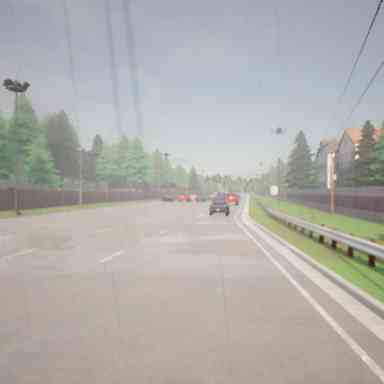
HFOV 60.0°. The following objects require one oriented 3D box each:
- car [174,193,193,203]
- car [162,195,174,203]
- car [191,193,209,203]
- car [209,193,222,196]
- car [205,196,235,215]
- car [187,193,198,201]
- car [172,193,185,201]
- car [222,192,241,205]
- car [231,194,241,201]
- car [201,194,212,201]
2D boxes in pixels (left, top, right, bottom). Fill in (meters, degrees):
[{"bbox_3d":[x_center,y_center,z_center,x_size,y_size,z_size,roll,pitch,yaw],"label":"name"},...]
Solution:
[{"bbox_3d":[-1.582,1.176,70.693,2.150,2.045,5.566,0,0,10],"label":"car"},{"bbox_3d":[-5.038,1.427,71.252,1.882,1.535,5.008,0,0,10],"label":"car"},{"bbox_3d":[1.863,1.478,70.076,2.128,1.511,4.902,0,0,10],"label":"car"},{"bbox_3d":[5.313,1.480,69.488,2.128,1.511,4.902,0,0,10],"label":"car"},{"bbox_3d":[2.833,1.474,33.198,2.128,1.511,4.902,0,0,9],"label":"car"},{"bbox_3d":[0.158,1.142,80.906,2.097,1.767,4.553,0,0,10],"label":"car"},{"bbox_3d":[-3.292,1.140,81.494,2.097,1.767,4.553,0,0,10],"label":"car"},{"bbox_3d":[6.873,1.192,57.209,2.150,2.045,5.566,0,0,10],"label":"car"},{"bbox_3d":[10.578,1.315,79.550,2.097,1.767,4.553,0,0,10],"label":"car"},{"bbox_3d":[3.613,1.313,80.348,2.128,1.511,4.902,0,0,10],"label":"car"}]
